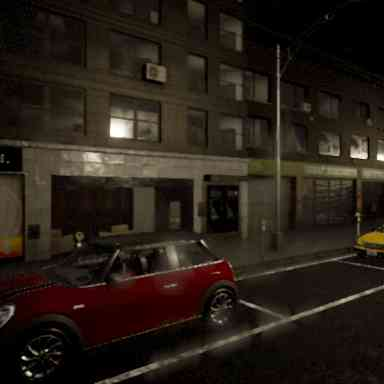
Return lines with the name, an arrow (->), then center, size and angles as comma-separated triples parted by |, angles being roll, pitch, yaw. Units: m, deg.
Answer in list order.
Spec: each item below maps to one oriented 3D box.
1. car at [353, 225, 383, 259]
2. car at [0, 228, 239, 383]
car -> 7.424, 1.523, 11.485 | 4.829, 1.417, 1.752 | 0, 0, -36
car -> -1.250, 1.440, 5.297 | 4.097, 1.590, 1.967 | 0, 0, -36
